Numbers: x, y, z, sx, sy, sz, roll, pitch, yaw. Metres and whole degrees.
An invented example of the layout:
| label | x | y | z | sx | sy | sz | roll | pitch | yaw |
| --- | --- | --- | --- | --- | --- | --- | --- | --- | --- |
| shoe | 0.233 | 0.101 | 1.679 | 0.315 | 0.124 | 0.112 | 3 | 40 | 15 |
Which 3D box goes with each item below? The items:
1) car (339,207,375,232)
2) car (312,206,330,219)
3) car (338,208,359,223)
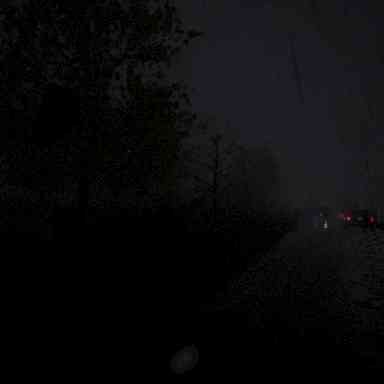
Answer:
| label | x | y | z | sx | sy | sz | roll | pitch | yaw |
| --- | --- | --- | --- | --- | --- | --- | --- | --- | --- |
| car | 13.310 | 2.095 | 26.728 | 2.097 | 1.767 | 4.553 | 2 | -1 | 22 |
| car | 16.260 | 2.493 | 41.731 | 2.128 | 1.511 | 4.902 | 2 | -1 | 22 |
| car | 17.611 | 2.601 | 37.526 | 1.895 | 1.301 | 4.718 | 2 | -1 | 22 |
